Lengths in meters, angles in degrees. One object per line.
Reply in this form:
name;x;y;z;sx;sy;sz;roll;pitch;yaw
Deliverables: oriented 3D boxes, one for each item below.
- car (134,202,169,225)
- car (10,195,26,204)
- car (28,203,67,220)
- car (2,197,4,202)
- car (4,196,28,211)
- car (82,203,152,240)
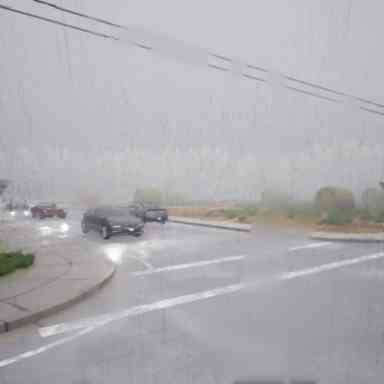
car;-3.440;1.428;22.326;2.128;1.511;4.902;0;0;-37
car;-31.907;1.417;60.808;1.882;1.535;5.008;0;0;-36
car;-11.825;1.552;27.456;1.895;1.301;4.718;0;0;-36
car;-38.087;1.492;69.205;1.994;1.385;4.181;0;0;-36
car;-21.075;1.477;40.173;1.812;1.442;4.674;0;0;-36
car;-4.157;1.455;17.013;1.837;1.490;4.892;0;0;-36
